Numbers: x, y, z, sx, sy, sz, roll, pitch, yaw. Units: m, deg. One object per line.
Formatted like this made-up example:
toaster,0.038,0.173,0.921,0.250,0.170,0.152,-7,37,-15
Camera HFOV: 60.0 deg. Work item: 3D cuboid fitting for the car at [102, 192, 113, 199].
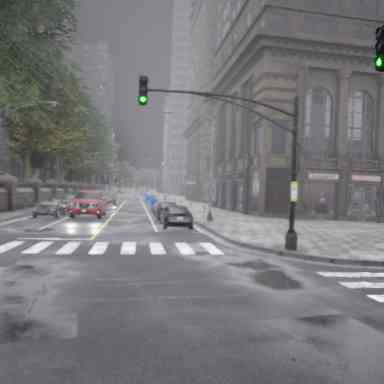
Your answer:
car,-18.422,0.685,72.479,1.947,1.339,4.313,2,0,-10

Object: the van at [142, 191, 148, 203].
van,-7.307,0.909,57.844,1.690,1.788,3.998,2,0,-10

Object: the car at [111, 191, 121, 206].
car,-10.869,0.993,43.958,1.837,1.490,4.892,2,0,-9

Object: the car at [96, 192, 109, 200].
car,-16.590,0.748,61.621,1.752,1.417,4.829,2,0,-10

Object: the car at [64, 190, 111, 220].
car,-7.712,0.875,25.121,2.150,2.045,5.566,2,0,-9

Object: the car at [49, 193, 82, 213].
car,-11.209,0.958,29.720,1.967,1.590,4.097,2,0,-10

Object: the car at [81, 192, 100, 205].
car,-13.912,0.813,45.755,1.967,1.590,4.097,2,0,-10

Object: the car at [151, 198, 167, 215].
car,-1.907,1.425,25.776,1.947,1.339,4.313,2,0,-10

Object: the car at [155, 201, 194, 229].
car,-1.006,1.472,20.431,1.947,1.339,4.313,2,0,-10

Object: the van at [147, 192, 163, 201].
van,-3.703,1.106,36.465,1.690,1.788,3.998,2,0,-10

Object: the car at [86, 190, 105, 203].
car,-14.810,0.638,51.099,2.192,1.841,5.009,2,0,-10

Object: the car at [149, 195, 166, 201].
car,-2.835,1.337,31.288,1.752,1.417,4.829,2,0,-10

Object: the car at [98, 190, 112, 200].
car,-17.513,0.486,67.133,2.192,1.841,5.009,2,0,-10

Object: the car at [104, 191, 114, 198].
car,-19.322,0.611,77.824,1.887,1.381,4.507,2,0,-10

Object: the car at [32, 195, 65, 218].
car,-10.311,1.115,24.376,2.008,1.369,4.403,2,0,-10
